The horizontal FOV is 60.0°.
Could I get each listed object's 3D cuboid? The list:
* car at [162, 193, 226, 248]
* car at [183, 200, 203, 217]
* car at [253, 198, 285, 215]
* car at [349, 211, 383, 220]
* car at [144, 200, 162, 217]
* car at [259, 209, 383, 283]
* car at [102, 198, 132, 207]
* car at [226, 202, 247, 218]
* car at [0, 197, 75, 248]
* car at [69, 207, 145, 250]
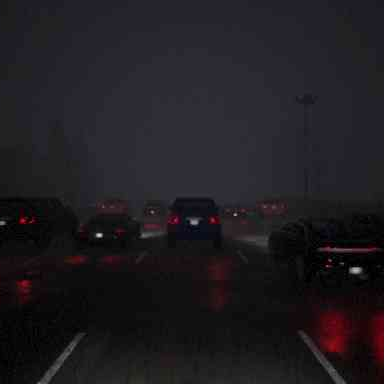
[{"bbox_3d":[0.091,1.214,14.929,2.150,2.045,5.566,0,0,0],"label":"car"},{"bbox_3d":[0.077,1.509,32.236,1.812,1.442,4.674,0,0,0],"label":"car"},{"bbox_3d":[7.085,1.336,30.930,2.097,1.767,4.553,0,0,0],"label":"car"},{"bbox_3d":[7.085,1.500,13.208,1.837,1.490,4.892,0,1,0],"label":"car"},{"bbox_3d":[-3.413,1.489,31.236,1.837,1.490,4.892,0,0,0],"label":"car"},{"bbox_3d":[3.574,1.488,9.665,2.128,1.511,4.902,0,0,0],"label":"car"},{"bbox_3d":[-6.915,1.336,30.945,2.097,1.767,4.553,0,0,0],"label":"car"},{"bbox_3d":[3.586,1.585,29.627,1.895,1.301,4.718,0,0,0],"label":"car"},{"bbox_3d":[-6.909,1.215,14.819,2.150,2.045,5.566,0,0,0],"label":"car"},{"bbox_3d":[-3.414,1.557,14.245,1.994,1.385,4.181,0,0,0],"label":"car"}]
